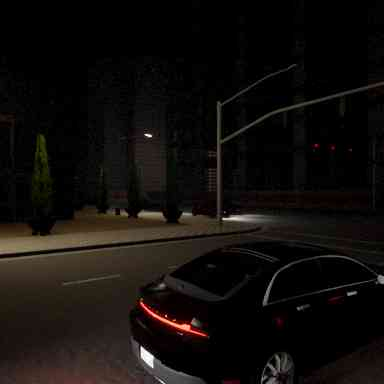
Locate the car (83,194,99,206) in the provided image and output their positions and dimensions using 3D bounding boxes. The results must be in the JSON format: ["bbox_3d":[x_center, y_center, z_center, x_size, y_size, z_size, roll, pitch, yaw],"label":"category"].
[{"bbox_3d":[-17.255,1.282,57.477,2.150,2.045,5.566,0,0,-36],"label":"car"}]

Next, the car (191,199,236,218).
[{"bbox_3d":[1.733,1.619,31.126,1.994,1.385,4.181,0,0,-36],"label":"car"}]

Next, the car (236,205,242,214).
[{"bbox_3d":[3.180,1.557,35.094,1.837,1.490,4.892,0,1,-36],"label":"car"}]

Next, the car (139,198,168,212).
[{"bbox_3d":[-4.087,1.656,39.159,1.895,1.301,4.718,0,0,-36],"label":"car"}]

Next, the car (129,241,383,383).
[{"bbox_3d":[1.506,1.505,4.930,4.892,1.490,1.837,0,0,-35],"label":"car"}]
